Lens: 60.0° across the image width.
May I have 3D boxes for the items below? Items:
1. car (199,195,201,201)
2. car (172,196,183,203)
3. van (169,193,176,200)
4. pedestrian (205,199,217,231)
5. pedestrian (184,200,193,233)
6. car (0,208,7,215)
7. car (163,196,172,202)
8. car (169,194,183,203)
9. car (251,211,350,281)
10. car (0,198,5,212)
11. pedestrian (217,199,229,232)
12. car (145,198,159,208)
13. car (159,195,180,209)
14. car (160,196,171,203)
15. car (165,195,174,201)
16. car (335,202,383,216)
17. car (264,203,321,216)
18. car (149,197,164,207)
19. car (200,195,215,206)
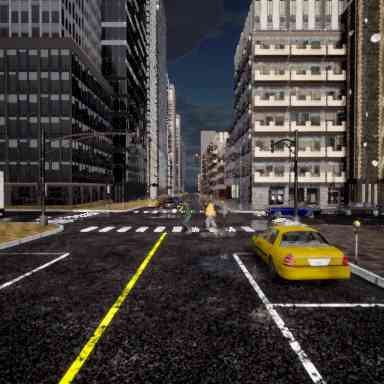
[{"bbox_3d":[2.841,1.420,87.065,1.967,1.590,4.097,-1,0,0],"label":"car"},{"bbox_3d":[-2.871,1.530,69.118,2.033,1.411,5.357,0,0,0],"label":"car"},{"bbox_3d":[-5.529,1.320,92.736,1.690,1.788,3.998,-1,0,0],"label":"van"},{"bbox_3d":[1.053,1.288,19.055,0.375,1.860,0.375,-1,1,0],"label":"pedestrian"},{"bbox_3d":[-0.243,1.288,17.858,0.375,1.860,0.375,-1,1,0],"label":"pedestrian"},{"bbox_3d":[-18.277,1.421,27.392,5.357,1.411,2.033,0,1,1],"label":"car"},{"bbox_3d":[-5.558,1.564,75.771,1.802,1.307,4.206,-1,0,0],"label":"car"},{"bbox_3d":[-2.982,1.511,55.612,1.812,1.442,4.674,0,0,0],"label":"car"},{"bbox_3d":[2.825,1.522,9.698,1.752,1.417,4.829,-1,0,0],"label":"car"},{"bbox_3d":[-21.598,1.274,33.205,4.829,1.417,1.752,0,0,1],"label":"car"},{"bbox_3d":[1.747,1.288,18.453,0.375,1.860,0.375,-1,1,0],"label":"pedestrian"},{"bbox_3d":[-5.613,1.512,47.329,1.752,1.417,4.829,-1,0,0],"label":"car"},{"bbox_3d":[-3.003,1.492,45.865,1.837,1.490,4.892,0,0,0],"label":"car"},{"bbox_3d":[-5.569,1.527,70.117,1.887,1.381,4.507,-1,0,0],"label":"car"},{"bbox_3d":[-5.548,1.526,81.426,1.887,1.381,4.507,-1,0,0],"label":"car"},{"bbox_3d":[16.376,1.622,32.636,4.403,1.369,2.008,0,1,1],"label":"car"},{"bbox_3d":[8.972,1.655,29.951,4.718,1.301,1.895,0,1,-3],"label":"car"},{"bbox_3d":[-5.601,1.551,53.153,1.947,1.339,4.313,-1,0,0],"label":"car"},{"bbox_3d":[2.778,1.536,53.138,2.008,1.369,4.403,-1,0,0],"label":"car"}]
